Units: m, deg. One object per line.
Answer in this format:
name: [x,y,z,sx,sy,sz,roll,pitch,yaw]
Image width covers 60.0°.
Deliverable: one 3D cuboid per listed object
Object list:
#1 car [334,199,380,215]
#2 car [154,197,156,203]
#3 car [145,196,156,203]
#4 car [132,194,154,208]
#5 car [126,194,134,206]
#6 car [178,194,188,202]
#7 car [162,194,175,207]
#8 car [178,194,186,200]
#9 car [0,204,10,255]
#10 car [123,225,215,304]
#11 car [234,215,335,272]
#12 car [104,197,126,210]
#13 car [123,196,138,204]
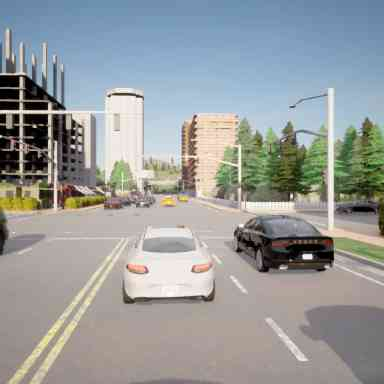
car: [17.085,1.491,33.960,4.902,1.511,2.128,0,0,-3]
car: [-7.774,1.491,57.938,2.128,1.511,4.902,0,0,-4]
car: [-8.447,1.547,68.365,2.033,1.411,5.357,0,0,-4]
car: [-7.137,1.492,48.828,2.128,1.511,4.902,0,0,-4]
car: [-10.946,1.478,53.084,1.882,1.535,5.008,0,0,-4]
car: [-2.039,1.470,76.910,1.882,1.535,5.008,0,0,-4]
car: [-3.702,1.477,52.738,1.882,1.535,5.008,0,0,-4]
car: [-2.724,1.304,86.458,1.882,1.535,5.008,0,0,-4]
car: [-7.639,1.221,9.801,2.150,2.045,5.566,0,0,-2]
car: [-0.581,1.526,8.098,1.812,1.442,4.674,0,0,-5]
car: [2.686,1.478,10.834,1.882,1.535,5.008,0,0,-5]
car: [-10.287,1.478,43.758,1.882,1.535,5.008,0,0,-4]
car: [-11.632,1.547,63.225,2.033,1.411,5.357,0,0,-4]
